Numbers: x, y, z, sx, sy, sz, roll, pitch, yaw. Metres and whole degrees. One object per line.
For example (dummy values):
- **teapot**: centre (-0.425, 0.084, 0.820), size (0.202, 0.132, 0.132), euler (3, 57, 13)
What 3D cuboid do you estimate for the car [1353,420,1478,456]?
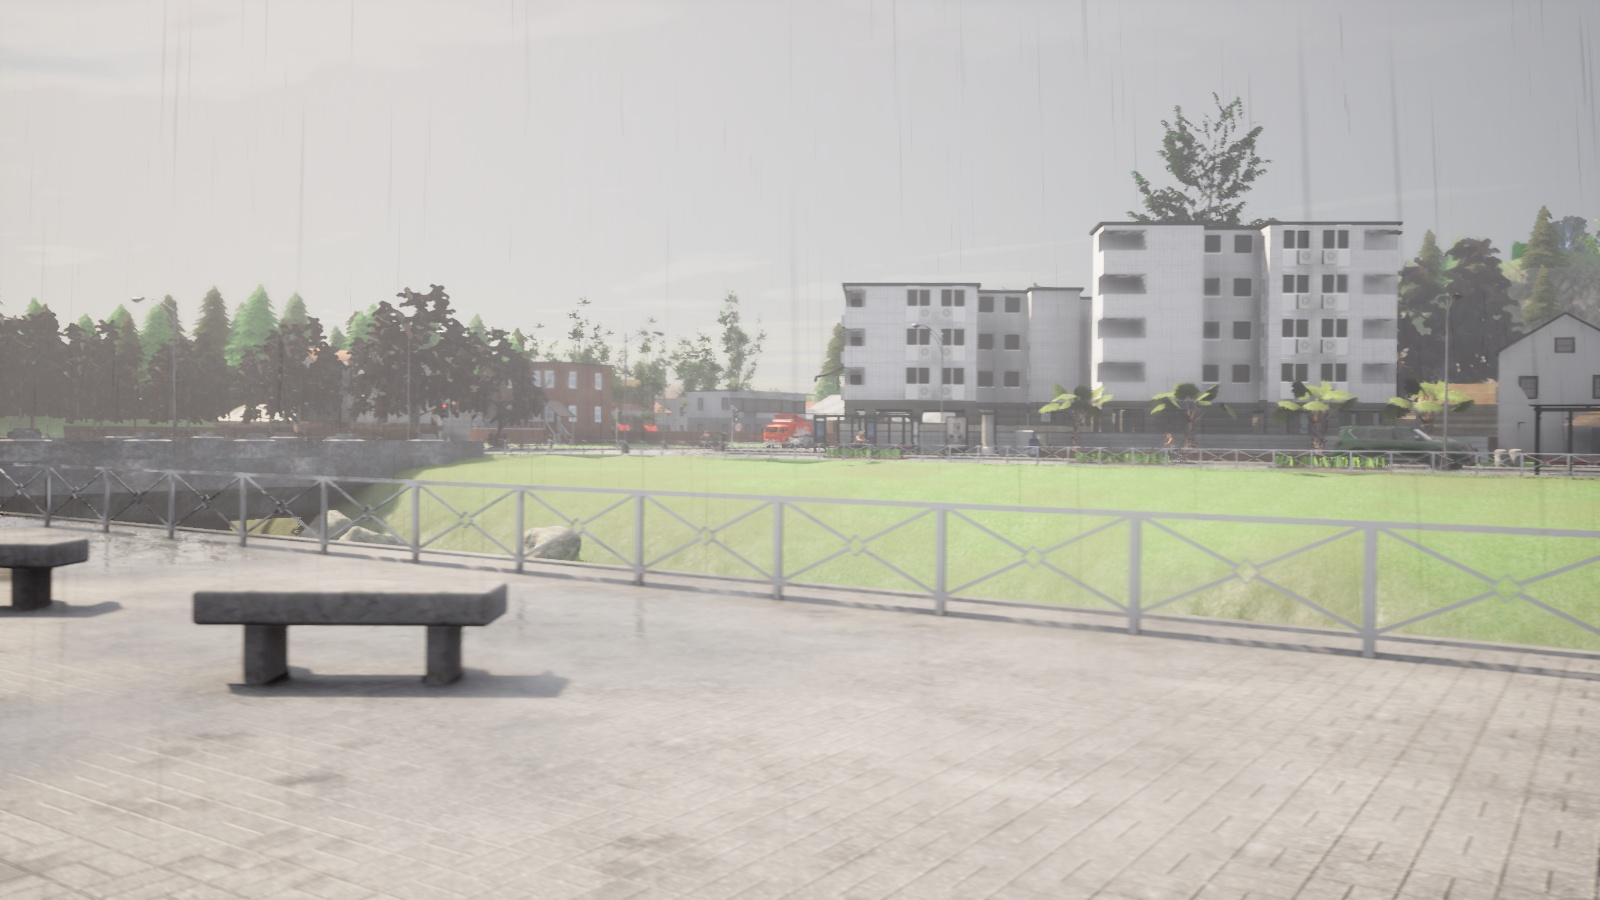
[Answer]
- **car**: centre (28.940, -0.558, 59.070), size (5.027, 1.651, 2.152), euler (0, 1, 34)

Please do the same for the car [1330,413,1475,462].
- **car**: centre (26.707, -0.553, 55.750), size (5.566, 2.045, 2.150), euler (0, 1, 34)
